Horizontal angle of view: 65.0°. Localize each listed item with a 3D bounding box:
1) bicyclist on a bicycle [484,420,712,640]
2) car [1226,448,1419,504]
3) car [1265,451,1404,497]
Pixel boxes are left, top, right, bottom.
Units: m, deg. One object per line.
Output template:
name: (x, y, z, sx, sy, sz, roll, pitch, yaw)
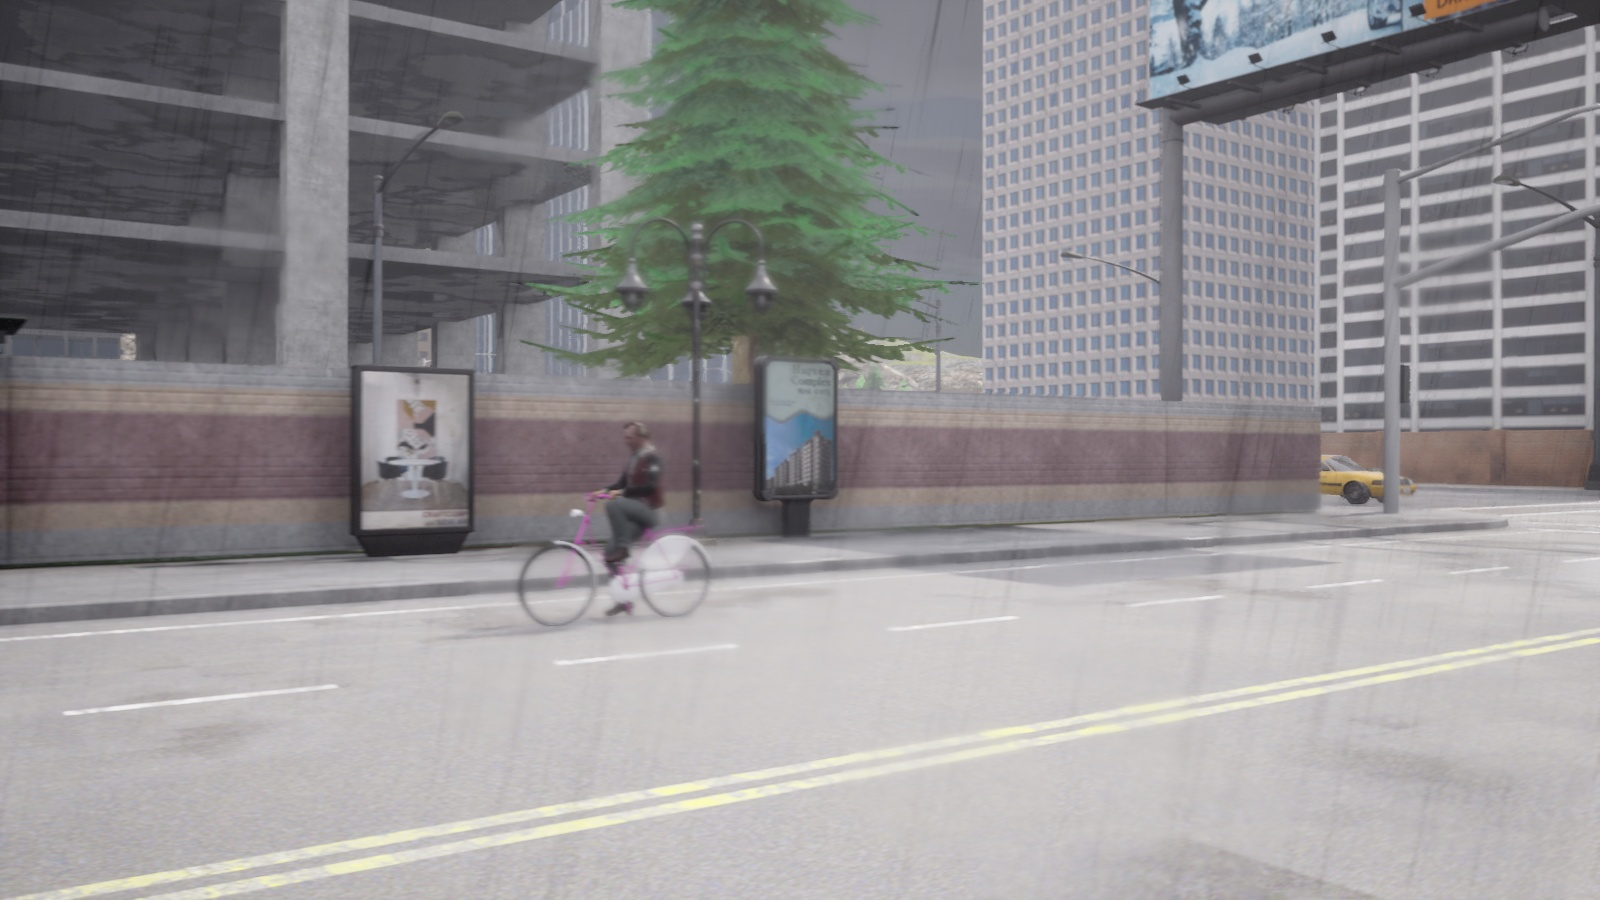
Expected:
bicyclist on a bicycle: (-1.735, 0.646, 10.921, 1.843, 1.776, 0.659, 0, 0, -34)
car: (15.918, 0.743, 38.576, 1.801, 1.575, 5.366, 0, 0, -35)
car: (17.817, 0.776, 41.989, 1.970, 1.475, 3.806, 0, 0, -34)
